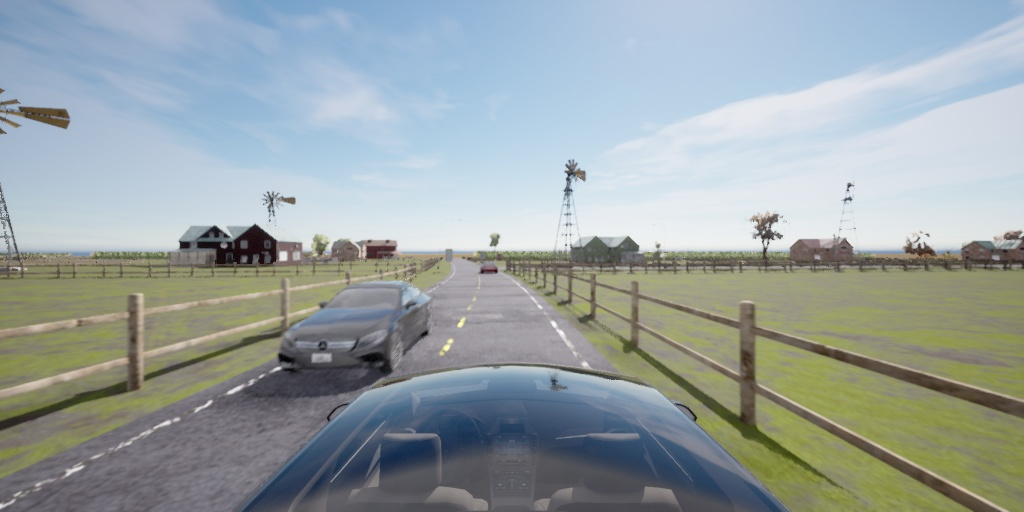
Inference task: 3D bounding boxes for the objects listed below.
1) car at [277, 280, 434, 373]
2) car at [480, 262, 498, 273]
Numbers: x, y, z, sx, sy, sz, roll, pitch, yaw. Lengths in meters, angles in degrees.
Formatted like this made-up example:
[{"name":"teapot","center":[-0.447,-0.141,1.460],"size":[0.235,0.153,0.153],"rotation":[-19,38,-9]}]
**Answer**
[{"name":"car","center":[-2.934,1.292,7.788],"size":[1.812,1.442,4.674],"rotation":[0,0,-1]},{"name":"car","center":[-2.877,1.358,44.049],"size":[1.994,1.385,4.181],"rotation":[0,0,-9]}]
